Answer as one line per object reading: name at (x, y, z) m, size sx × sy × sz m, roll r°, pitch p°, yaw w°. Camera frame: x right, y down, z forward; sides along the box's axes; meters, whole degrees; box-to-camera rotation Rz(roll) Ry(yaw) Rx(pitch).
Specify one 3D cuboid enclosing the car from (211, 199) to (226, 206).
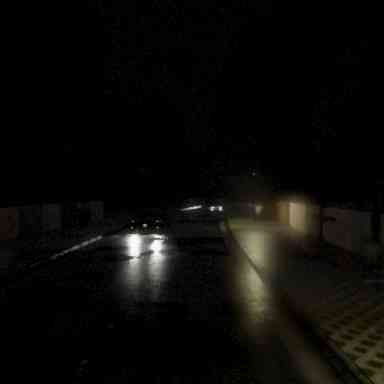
car at (4.777, 1.872, 59.776) m, size 1.895 × 1.301 × 4.718 m, roll 0°, pitch -1°, yaw 17°

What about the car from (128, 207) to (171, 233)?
car at (-2.429, 1.620, 19.988) m, size 1.994 × 1.385 × 4.181 m, roll 0°, pitch 0°, yaw 4°

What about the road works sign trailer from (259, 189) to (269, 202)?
road works sign trailer at (19.368, 0.939, 88.270) m, size 2.380 × 3.560 × 2.880 m, roll -1°, pitch -1°, yaw 29°
